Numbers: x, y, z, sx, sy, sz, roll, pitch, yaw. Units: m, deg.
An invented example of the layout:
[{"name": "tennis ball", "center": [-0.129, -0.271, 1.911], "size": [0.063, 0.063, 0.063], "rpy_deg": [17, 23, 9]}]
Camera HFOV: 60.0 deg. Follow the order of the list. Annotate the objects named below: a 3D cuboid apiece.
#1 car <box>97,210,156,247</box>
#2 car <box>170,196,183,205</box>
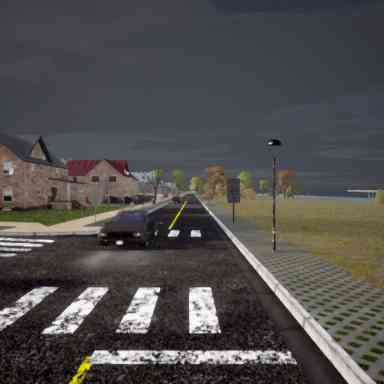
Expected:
[{"name": "car", "center": [-2.743, 1.547, 15.293], "size": [2.033, 1.411, 5.357], "rpy_deg": [0, 0, 0]}, {"name": "car", "center": [-2.715, 1.533, 57.848], "size": [1.837, 1.490, 4.892], "rpy_deg": [0, 0, 0]}]
